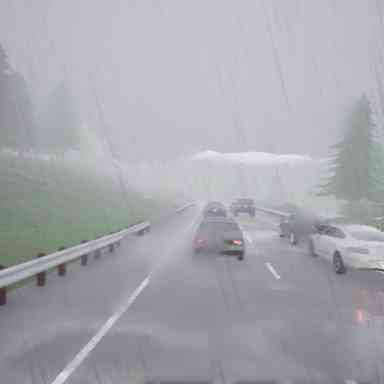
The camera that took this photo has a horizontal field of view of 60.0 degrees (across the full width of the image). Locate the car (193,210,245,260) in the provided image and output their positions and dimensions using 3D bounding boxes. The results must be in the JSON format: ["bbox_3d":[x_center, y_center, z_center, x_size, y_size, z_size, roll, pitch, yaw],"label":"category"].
[{"bbox_3d":[1.061,1.698,13.278,2.033,1.411,5.357,2,0,4],"label":"car"}]

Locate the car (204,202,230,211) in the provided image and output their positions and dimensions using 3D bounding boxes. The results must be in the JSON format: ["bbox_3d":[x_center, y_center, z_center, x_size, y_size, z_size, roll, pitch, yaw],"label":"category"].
[{"bbox_3d":[2.184,1.700,31.943,2.097,1.767,4.553,2,0,3],"label":"car"}]

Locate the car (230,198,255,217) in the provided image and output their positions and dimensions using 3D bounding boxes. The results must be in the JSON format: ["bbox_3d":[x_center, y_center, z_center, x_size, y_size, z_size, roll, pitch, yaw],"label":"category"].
[{"bbox_3d":[5.980,1.750,38.365,2.150,2.045,5.566,2,-1,4],"label":"car"}]

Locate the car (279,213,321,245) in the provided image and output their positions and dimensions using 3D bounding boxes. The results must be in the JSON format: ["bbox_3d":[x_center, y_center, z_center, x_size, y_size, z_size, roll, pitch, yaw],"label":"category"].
[{"bbox_3d":[5.820,1.852,17.356,1.837,1.490,4.892,2,0,4],"label":"car"}]

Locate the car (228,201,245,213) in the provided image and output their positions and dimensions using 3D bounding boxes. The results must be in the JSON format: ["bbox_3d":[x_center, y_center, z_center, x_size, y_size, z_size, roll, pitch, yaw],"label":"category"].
[{"bbox_3d":[6.526,2.190,49.087,2.033,1.411,5.357,2,0,3],"label":"car"}]

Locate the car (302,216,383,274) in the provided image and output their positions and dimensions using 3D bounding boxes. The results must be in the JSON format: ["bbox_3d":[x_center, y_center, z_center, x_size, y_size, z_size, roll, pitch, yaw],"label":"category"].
[{"bbox_3d":[5.395,1.807,11.296,1.812,1.442,4.674,2,0,4],"label":"car"}]
